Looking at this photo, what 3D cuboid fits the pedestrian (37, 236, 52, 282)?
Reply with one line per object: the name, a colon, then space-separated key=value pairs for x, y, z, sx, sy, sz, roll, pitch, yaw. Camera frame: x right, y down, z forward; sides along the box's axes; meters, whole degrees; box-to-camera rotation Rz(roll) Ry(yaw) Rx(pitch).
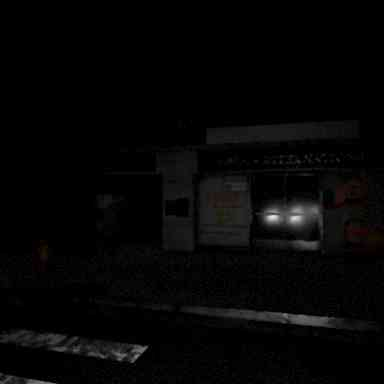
pedestrian: x=-3.548 y=1.575 z=8.101 sx=0.500 sy=1.100 sz=0.500 roll=0 pitch=0 yaw=17
